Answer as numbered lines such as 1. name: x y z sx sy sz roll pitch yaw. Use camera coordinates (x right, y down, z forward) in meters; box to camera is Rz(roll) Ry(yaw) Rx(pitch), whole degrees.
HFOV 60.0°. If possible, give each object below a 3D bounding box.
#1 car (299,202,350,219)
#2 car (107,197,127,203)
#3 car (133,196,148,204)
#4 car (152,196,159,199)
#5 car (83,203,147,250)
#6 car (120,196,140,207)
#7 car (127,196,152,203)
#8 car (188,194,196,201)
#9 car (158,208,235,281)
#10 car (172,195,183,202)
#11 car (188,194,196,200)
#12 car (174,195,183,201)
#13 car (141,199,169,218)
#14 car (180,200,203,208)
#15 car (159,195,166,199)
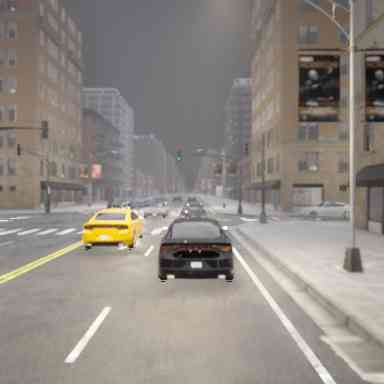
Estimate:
1. car: 11.725 1.556 28.763 4.674 1.442 1.812 0 0 0
2. car: -9.837 1.493 43.566 1.837 1.490 4.892 0 0 0
3. car: -9.740 1.470 62.983 2.128 1.511 4.902 0 0 0
4. car: -6.567 1.511 50.999 1.812 1.442 4.674 0 0 0
5. car: -3.252 1.475 14.469 1.882 1.535 5.008 0 0 -2
6. car: -9.798 1.475 52.750 2.128 1.511 4.902 0 0 1
7. car: -6.578 1.515 41.897 1.812 1.442 4.674 0 0 0
8. car: 0.013 1.315 82.542 1.882 1.535 5.008 0 0 0
9. car: 0.103 1.475 9.914 1.882 1.535 5.008 0 0 0
10. car: -3.238 1.471 72.123 1.837 1.490 4.892 0 0 0
11. car: 0.012 1.448 72.123 1.882 1.535 5.008 0 0 0
12. car: -3.237 1.377 82.543 2.033 1.411 5.357 0 0 0
13. car: -3.146 1.598 30.166 1.895 1.301 4.718 0 0 0
14. car: 0.093 1.543 22.952 2.033 1.411 5.357 0 0 0
15. car: -6.490 1.526 61.149 2.033 1.411 5.357 0 0 0
